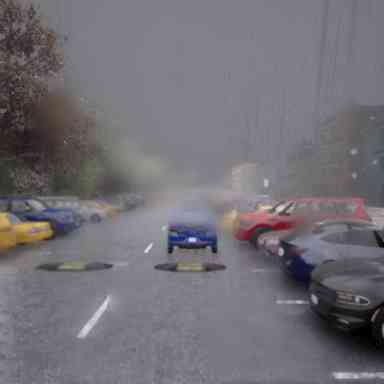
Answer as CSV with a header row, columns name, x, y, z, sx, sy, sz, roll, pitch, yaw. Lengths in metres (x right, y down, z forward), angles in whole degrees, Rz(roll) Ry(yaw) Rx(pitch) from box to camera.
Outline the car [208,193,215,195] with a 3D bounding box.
name,x,y,z,sx,sy,sz,roll,pitch,yaw
car,4.568,1.296,41.754,4.553,1.767,2.185,0,0,0

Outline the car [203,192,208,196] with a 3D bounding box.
name,x,y,z,sx,sy,sz,roll,pitch,yaw
car,4.566,1.237,55.670,4.553,1.767,2.185,0,0,0

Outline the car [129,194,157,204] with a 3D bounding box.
name,x,y,z,sx,sy,sz,roll,pitch,yaw
car,-8.576,1.223,58.439,4.553,1.767,2.185,0,0,0

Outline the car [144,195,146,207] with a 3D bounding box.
name,x,y,z,sx,sy,sz,roll,pitch,yaw
car,-8.546,1.461,41.730,4.674,1.452,2.002,0,0,0

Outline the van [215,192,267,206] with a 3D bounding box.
name,x,y,z,sx,sy,sz,roll,pitch,yaw
van,4.421,1.244,27.837,4.442,1.987,1.878,0,0,0

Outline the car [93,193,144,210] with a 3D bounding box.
name,x,y,z,sx,sy,sz,roll,pitch,yaw
car,-8.515,1.191,36.160,5.566,2.045,2.435,0,0,0

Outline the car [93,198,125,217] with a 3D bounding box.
name,x,y,z,sx,sy,sz,roll,pitch,yaw
car,-8.548,1.469,27.805,5.008,1.535,2.097,0,0,0

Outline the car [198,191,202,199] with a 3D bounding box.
name,x,y,z,sx,sy,sz,roll,pitch,yaw
car,4.562,1.041,69.587,5.566,2.045,2.435,0,0,0

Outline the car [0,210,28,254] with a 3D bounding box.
name,x,y,z,sx,sy,sz,roll,pitch,yaw
car,-8.536,1.517,10.972,5.008,1.535,2.097,0,0,0

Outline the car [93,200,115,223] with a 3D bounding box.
name,x,y,z,sx,sy,sz,roll,pitch,yaw
car,-8.545,1.518,25.020,4.674,1.452,2.002,0,0,0

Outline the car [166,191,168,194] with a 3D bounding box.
name,x,y,z,sx,sy,sz,roll,pitch,yaw
car,-8.574,1.027,72.238,5.566,2.045,2.435,0,0,0

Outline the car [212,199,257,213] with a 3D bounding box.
name,x,y,z,sx,sy,sz,roll,pitch,yaw
car,4.534,1.483,36.188,4.674,1.452,2.002,0,0,0

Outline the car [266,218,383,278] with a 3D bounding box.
name,x,y,z,sx,sy,sz,roll,pitch,yaw
car,4.568,1.549,8.352,4.792,1.488,2.163,0,0,0

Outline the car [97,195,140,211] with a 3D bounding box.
name,x,y,z,sx,sy,sz,roll,pitch,yaw
car,-8.512,1.306,38.944,4.553,1.767,2.185,0,0,0

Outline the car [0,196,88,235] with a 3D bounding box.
name,x,y,z,sx,sy,sz,roll,pitch,yaw
car,-8.513,1.250,16.664,5.566,2.045,2.435,0,0,0

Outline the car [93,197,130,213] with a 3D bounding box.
name,x,y,z,sx,sy,sz,roll,pitch,yaw
car,-8.549,1.461,30.590,4.892,1.521,2.231,0,0,0

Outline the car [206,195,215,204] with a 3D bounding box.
name,x,y,z,sx,sy,sz,roll,pitch,yaw
car,4.722,1.429,38.971,5.366,1.575,1.946,0,0,0

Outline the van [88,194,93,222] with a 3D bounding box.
name,x,y,z,sx,sy,sz,roll,pitch,yaw
van,-8.425,1.267,19.450,4.442,1.987,1.878,0,0,0

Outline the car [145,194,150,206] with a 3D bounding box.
name,x,y,z,sx,sy,sz,roll,pitch,yaw
car,-8.538,1.410,44.514,5.008,1.535,2.097,0,0,0

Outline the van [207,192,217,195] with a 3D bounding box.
name,x,y,z,sx,sy,sz,roll,pitch,yaw
van,4.653,1.185,44.474,4.442,1.987,1.878,0,0,0

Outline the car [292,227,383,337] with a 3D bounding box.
name,x,y,z,sx,sy,sz,roll,pitch,yaw
car,4.544,1.515,5.565,5.008,1.535,2.097,0,0,0

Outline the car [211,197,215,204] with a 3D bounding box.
name,x,y,z,sx,sy,sz,roll,pitch,yaw
car,4.532,1.460,30.621,5.008,1.535,2.097,0,0,0

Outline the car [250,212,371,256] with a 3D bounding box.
name,x,y,z,sx,sy,sz,roll,pitch,yaw
car,4.541,1.557,11.138,4.674,1.452,2.002,0,0,0

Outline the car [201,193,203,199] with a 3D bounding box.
name,x,y,z,sx,sy,sz,roll,pitch,yaw
car,4.529,1.350,58.455,4.892,1.521,2.231,0,0,0

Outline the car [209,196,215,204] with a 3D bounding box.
name,x,y,z,sx,sy,sz,roll,pitch,yaw
car,4.542,1.451,33.404,5.008,1.535,2.097,0,0,0

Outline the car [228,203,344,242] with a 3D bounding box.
name,x,y,z,sx,sy,sz,roll,pitch,yaw
car,4.544,1.501,16.704,5.008,1.535,2.097,0,0,0

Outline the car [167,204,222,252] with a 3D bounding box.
name,x,y,z,sx,sy,sz,roll,pitch,yaw
car,0.028,1.507,14.136,1.882,1.535,5.008,0,0,0

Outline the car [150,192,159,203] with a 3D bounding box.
name,x,y,z,sx,sy,sz,roll,pitch,yaw
car,-8.517,1.123,52.869,5.566,2.045,2.435,0,0,0

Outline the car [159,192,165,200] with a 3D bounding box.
name,x,y,z,sx,sy,sz,roll,pitch,yaw
car,-8.551,1.307,66.795,5.008,1.535,2.097,0,0,0

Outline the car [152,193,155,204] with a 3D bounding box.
name,x,y,z,sx,sy,sz,roll,pitch,yaw
car,-8.549,1.387,50.084,5.008,1.535,2.097,0,0,0

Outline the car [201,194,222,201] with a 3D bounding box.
name,x,y,z,sx,sy,sz,roll,pitch,yaw
car,4.563,1.278,77.938,4.792,1.488,2.163,0,0,0

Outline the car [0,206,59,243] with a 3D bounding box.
name,x,y,z,sx,sy,sz,roll,pitch,yaw
car,-8.727,1.506,13.880,5.366,1.575,1.946,0,0,0

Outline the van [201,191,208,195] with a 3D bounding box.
name,x,y,z,sx,sy,sz,roll,pitch,yaw
van,4.651,1.081,66.804,4.442,1.987,1.878,0,0,0

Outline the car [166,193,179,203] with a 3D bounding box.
name,x,y,z,sx,sy,sz,roll,pitch,yaw
car,-3.520,1.435,65.194,1.895,1.301,4.718,0,0,0

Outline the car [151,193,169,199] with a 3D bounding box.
name,x,y,z,sx,sy,sz,roll,pitch,yaw
car,-8.516,1.063,89.074,4.553,1.767,2.185,0,0,0

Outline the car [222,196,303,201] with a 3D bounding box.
name,x,y,z,sx,sy,sz,roll,pitch,yaw
car,4.569,1.361,22.145,4.553,1.767,2.185,0,0,0

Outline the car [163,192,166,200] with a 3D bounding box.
name,x,y,z,sx,sy,sz,roll,pitch,yaw
car,-8.731,1.290,69.455,5.366,1.575,1.946,0,0,0

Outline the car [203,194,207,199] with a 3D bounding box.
name,x,y,z,sx,sy,sz,roll,pitch,yaw
car,4.533,1.415,52.888,4.674,1.452,2.002,0,0,0

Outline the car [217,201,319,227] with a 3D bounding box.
name,x,y,z,sx,sy,sz,roll,pitch,yaw
car,4.353,1.491,19.488,5.366,1.575,1.946,0,0,0

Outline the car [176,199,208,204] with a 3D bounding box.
name,x,y,z,sx,sy,sz,roll,pitch,yaw
car,0.009,1.538,27.448,2.033,1.411,5.357,0,0,0

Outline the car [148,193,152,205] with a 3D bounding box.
name,x,y,z,sx,sy,sz,roll,pitch,yaw
car,-8.512,1.274,47.298,4.553,1.767,2.185,0,0,0

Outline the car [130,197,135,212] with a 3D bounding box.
name,x,y,z,sx,sy,sz,roll,pitch,yaw
car,-8.571,1.481,33.373,4.792,1.488,2.163,0,0,0

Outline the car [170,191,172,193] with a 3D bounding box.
name,x,y,z,sx,sy,sz,roll,pitch,yaw
car,-8.576,0.952,86.288,5.566,2.045,2.435,0,0,0

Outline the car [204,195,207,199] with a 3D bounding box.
name,x,y,z,sx,sy,sz,roll,pitch,yaw
car,4.565,1.429,47.322,4.792,1.488,2.163,0,0,0

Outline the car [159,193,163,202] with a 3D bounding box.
name,x,y,z,sx,sy,sz,roll,pitch,yaw
car,-8.515,1.350,64.009,4.792,1.488,2.163,0,0,0

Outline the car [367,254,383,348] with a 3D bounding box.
name,x,y,z,sx,sy,sz,roll,pitch,yaw
car,4.546,1.502,2.776,5.008,1.535,2.097,0,0,0
